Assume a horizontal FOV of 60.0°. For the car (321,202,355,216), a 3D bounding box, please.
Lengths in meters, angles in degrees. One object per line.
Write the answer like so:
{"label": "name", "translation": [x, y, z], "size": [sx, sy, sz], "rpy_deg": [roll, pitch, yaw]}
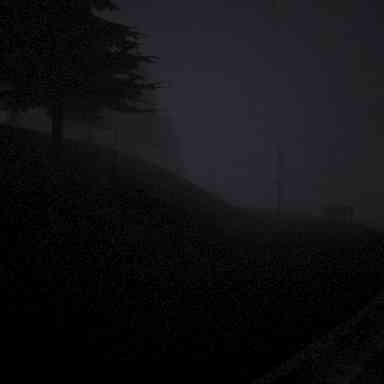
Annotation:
{"label": "car", "translation": [16.469, 1.902, 37.804], "size": [1.882, 1.535, 5.008], "rpy_deg": [0, -1, -3]}
